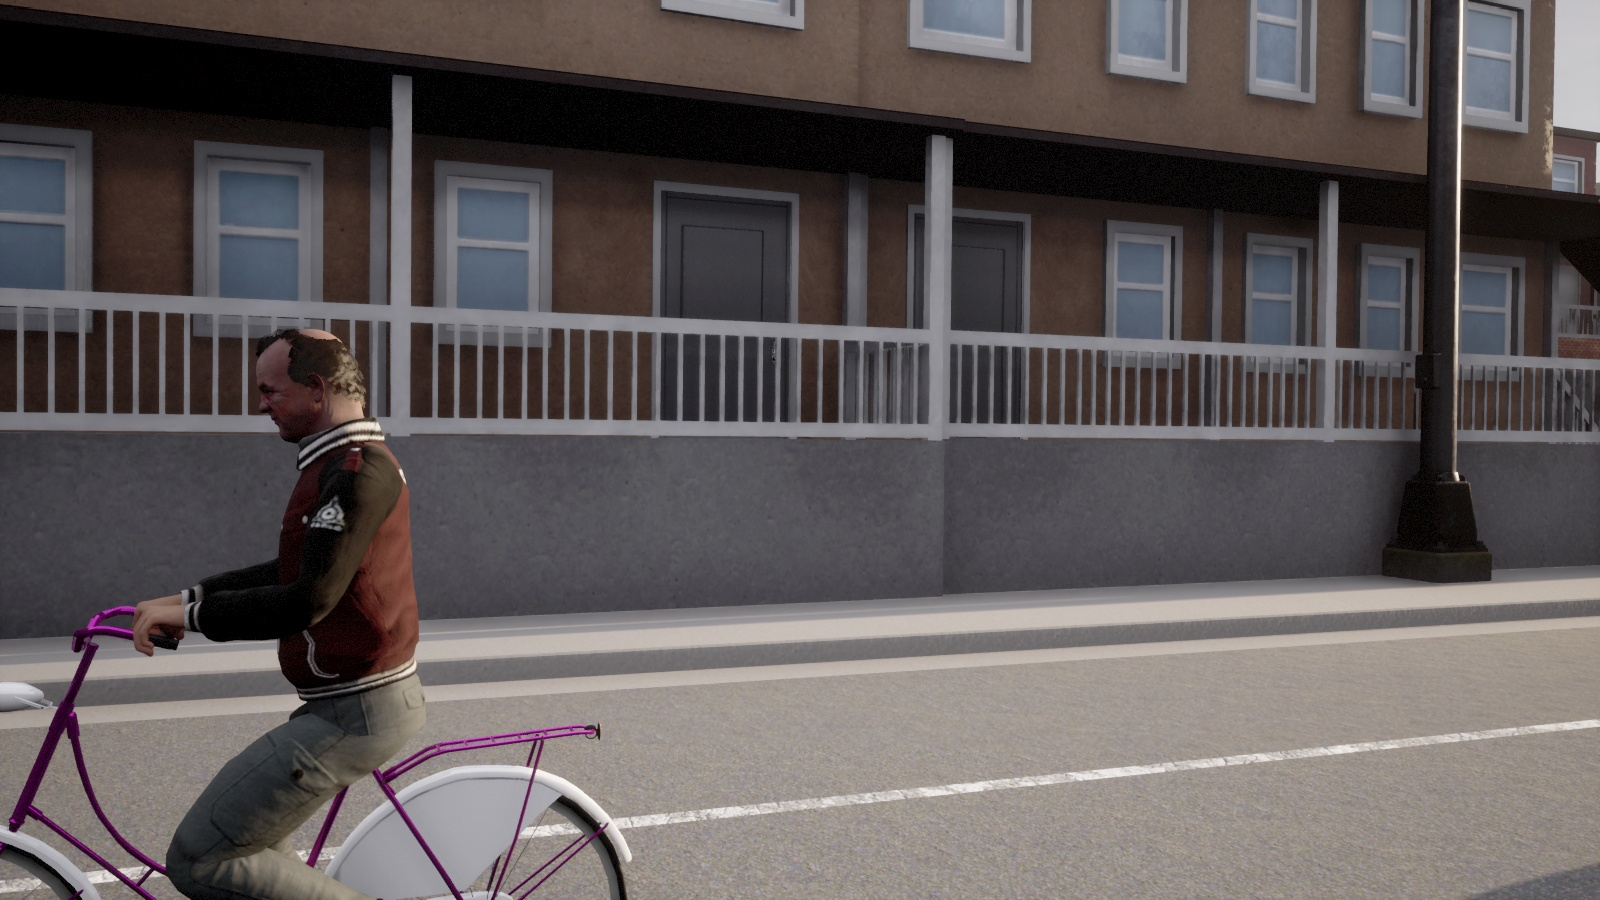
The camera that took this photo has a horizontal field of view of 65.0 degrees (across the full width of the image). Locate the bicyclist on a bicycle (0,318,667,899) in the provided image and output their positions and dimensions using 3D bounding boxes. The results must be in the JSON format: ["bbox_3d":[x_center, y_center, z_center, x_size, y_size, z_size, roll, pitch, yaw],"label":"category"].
[{"bbox_3d":[-1.275,0.638,2.753,1.843,1.776,0.659,-1,1,-21],"label":"bicyclist on a bicycle"}]
